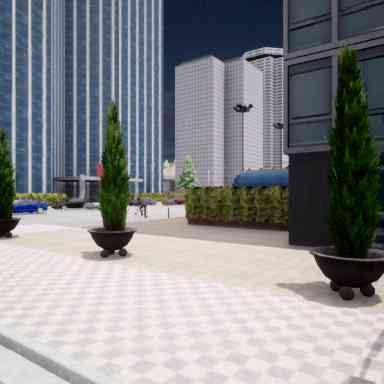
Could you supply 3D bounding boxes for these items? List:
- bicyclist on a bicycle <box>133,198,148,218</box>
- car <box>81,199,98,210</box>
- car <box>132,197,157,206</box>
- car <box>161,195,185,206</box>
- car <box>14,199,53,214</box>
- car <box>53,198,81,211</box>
[{"bbox_3d":[-4.129,1.301,26.687,1.656,1.620,0.582,0,0,35],"label":"bicyclist on a bicycle"},{"bbox_3d":[-11.126,1.601,41.930,1.895,1.301,4.718,0,0,35],"label":"car"},{"bbox_3d":[-7.892,1.546,52.607,2.033,1.411,5.357,0,0,35],"label":"car"},{"bbox_3d":[-2.879,1.351,53.622,2.097,1.767,4.553,0,0,35],"label":"car"},{"bbox_3d":[-17.104,1.477,33.409,1.882,1.535,5.008,0,0,35],"label":"car"},{"bbox_3d":[-15.276,1.478,42.111,1.882,1.535,5.008,0,0,35],"label":"car"}]
